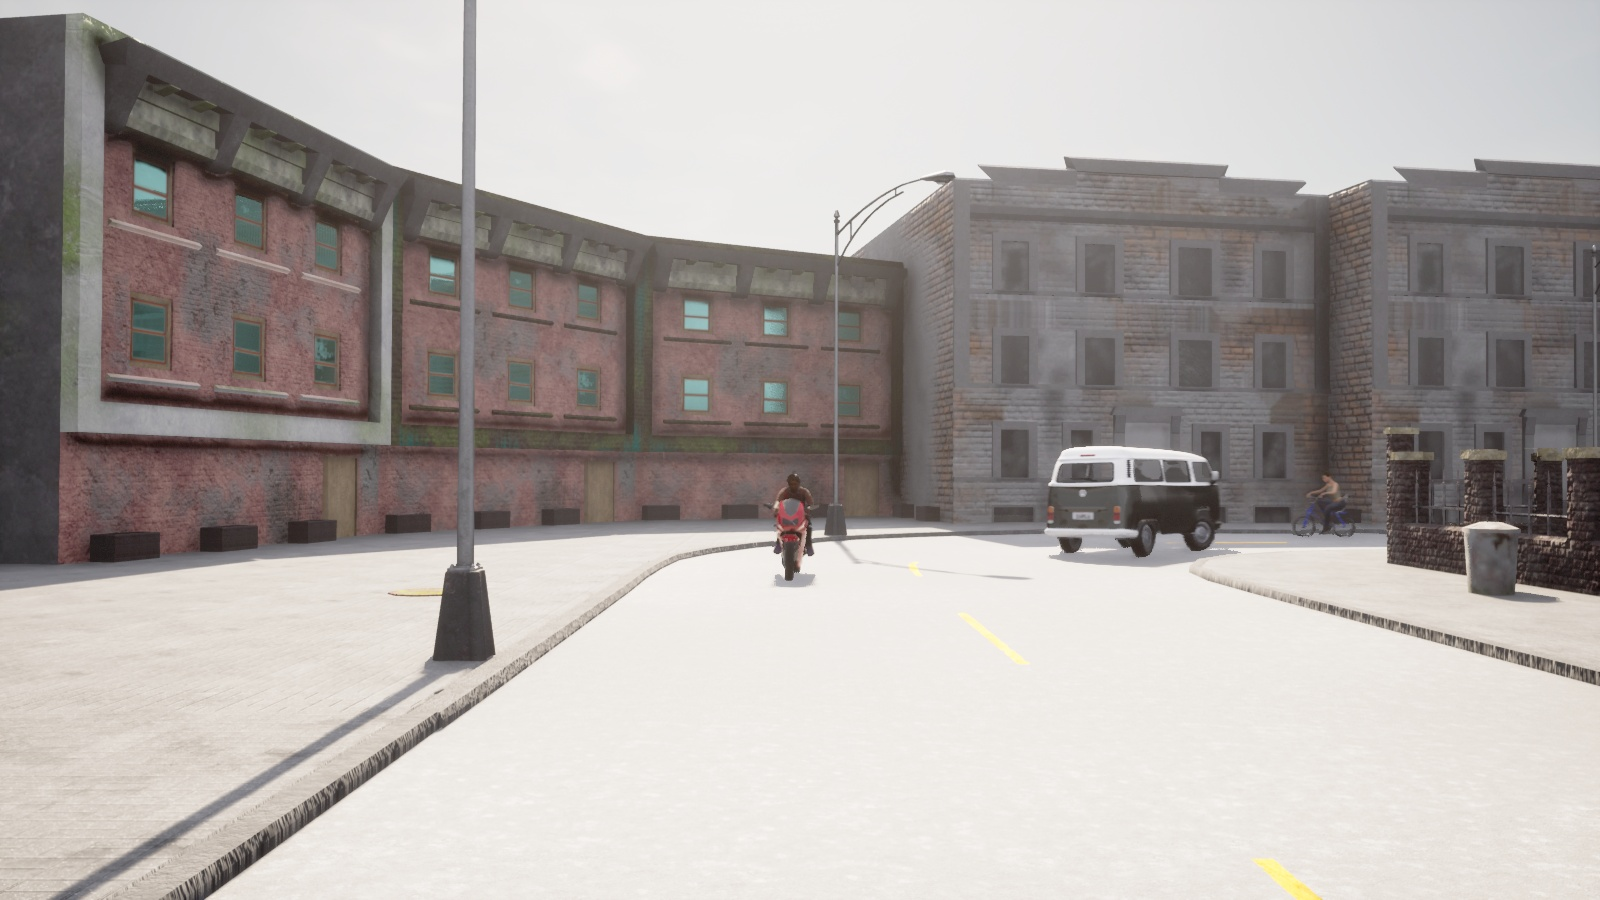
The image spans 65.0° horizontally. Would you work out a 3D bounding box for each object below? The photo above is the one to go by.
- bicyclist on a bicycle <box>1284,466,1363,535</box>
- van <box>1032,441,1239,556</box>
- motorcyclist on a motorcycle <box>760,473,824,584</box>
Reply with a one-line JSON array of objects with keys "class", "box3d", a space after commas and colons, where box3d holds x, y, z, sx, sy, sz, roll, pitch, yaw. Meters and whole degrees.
[{"class": "bicyclist on a bicycle", "box3d": [12.555, 1.206, 30.158, 1.509, 1.612, 0.866, 0, -1, -1]}, {"class": "van", "box3d": [6.635, 0.923, 24.551, 2.069, 2.038, 4.480, -3, -3, 41]}, {"class": "motorcyclist on a motorcycle", "box3d": [-0.095, 1.105, 18.347, 0.797, 1.523, 2.044, 0, -1, 3]}]
